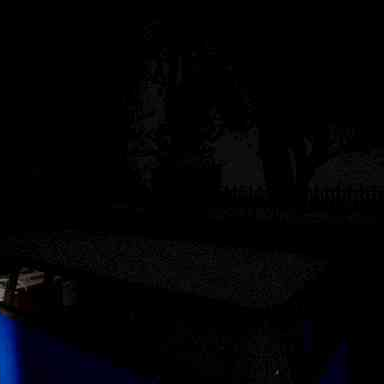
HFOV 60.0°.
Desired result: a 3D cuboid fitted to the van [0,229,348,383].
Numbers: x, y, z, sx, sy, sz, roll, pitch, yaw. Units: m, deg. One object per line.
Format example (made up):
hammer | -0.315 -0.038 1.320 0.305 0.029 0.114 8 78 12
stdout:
van | -0.649 1.341 3.174 3.998 1.788 1.690 0 0 35
